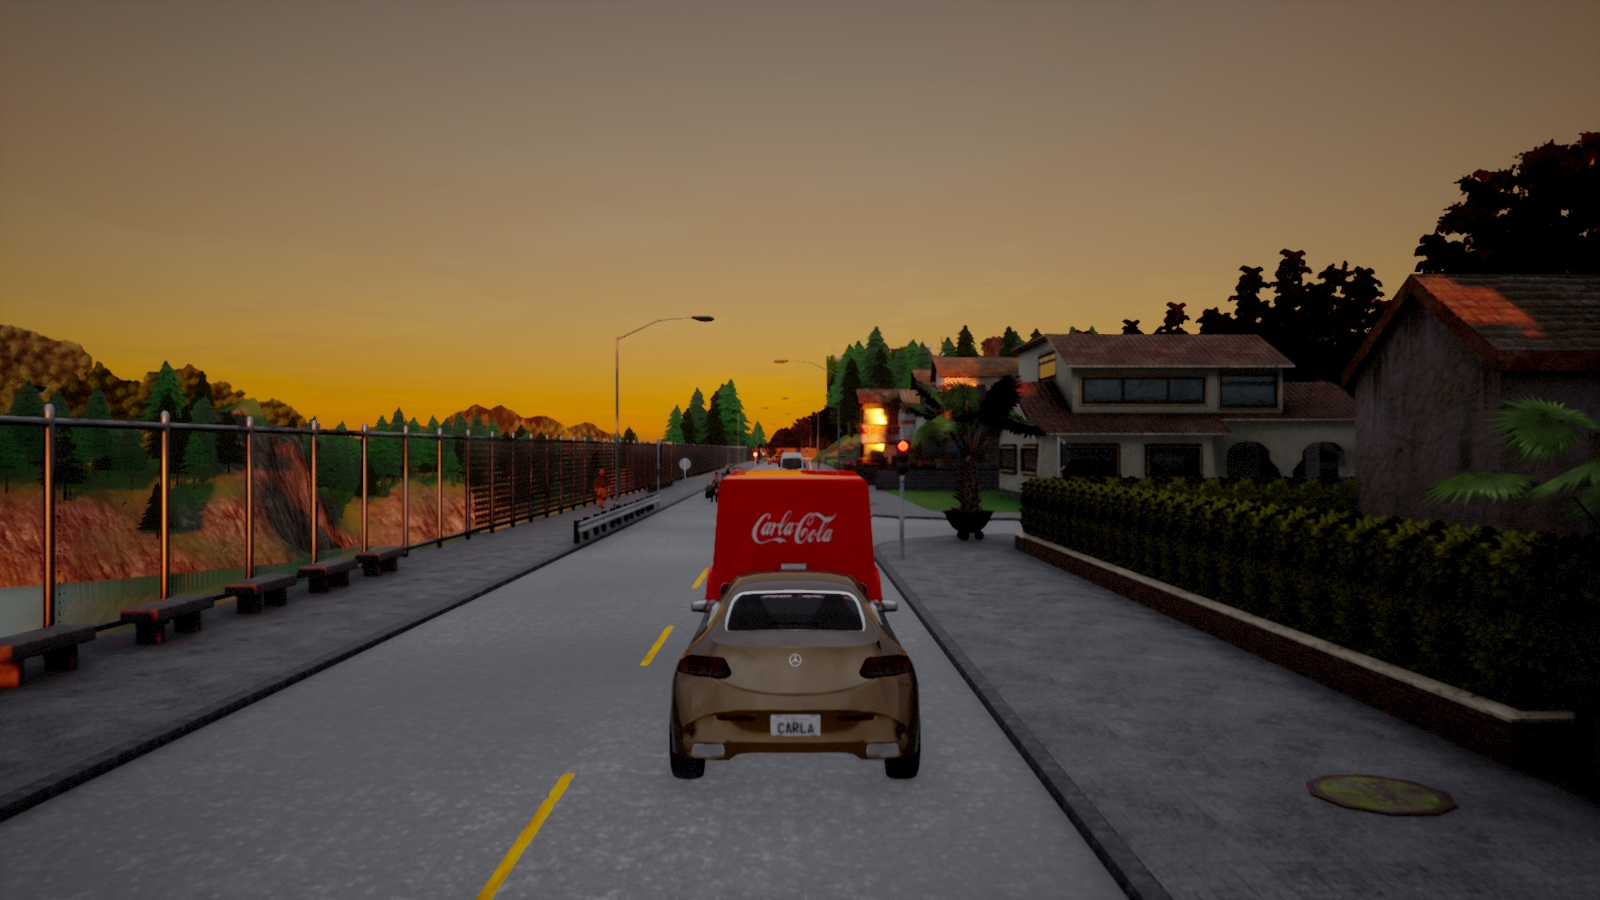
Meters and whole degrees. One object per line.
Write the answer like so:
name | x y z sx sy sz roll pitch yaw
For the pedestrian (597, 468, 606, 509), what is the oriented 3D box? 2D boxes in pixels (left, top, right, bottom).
pedestrian | -8.938 1.729 51.429 0.375 1.860 0.375 0 0 -2

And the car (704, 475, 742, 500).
car | -4.450 2.135 66.395 1.895 1.301 4.718 0 0 0

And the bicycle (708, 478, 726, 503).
bicycle | -4.400 2.139 60.366 0.859 1.276 1.487 0 0 0

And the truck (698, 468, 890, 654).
truck | -0.101 1.563 18.275 2.627 2.467 5.204 0 0 0

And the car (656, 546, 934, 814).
car | -0.053 1.988 11.354 2.152 1.651 5.027 0 0 0
